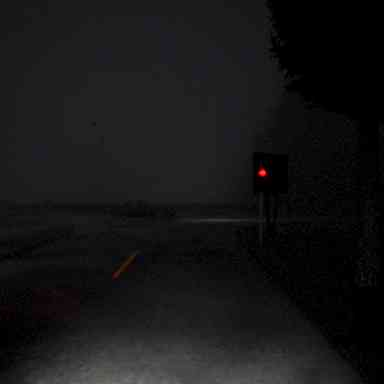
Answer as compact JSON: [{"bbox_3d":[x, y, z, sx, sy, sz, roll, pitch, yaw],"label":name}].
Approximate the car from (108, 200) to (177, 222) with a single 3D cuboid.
[{"bbox_3d":[-3.580,1.338,24.285,4.902,1.511,2.128,0,0,0],"label":"car"}]
